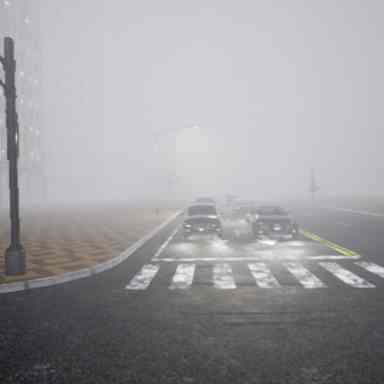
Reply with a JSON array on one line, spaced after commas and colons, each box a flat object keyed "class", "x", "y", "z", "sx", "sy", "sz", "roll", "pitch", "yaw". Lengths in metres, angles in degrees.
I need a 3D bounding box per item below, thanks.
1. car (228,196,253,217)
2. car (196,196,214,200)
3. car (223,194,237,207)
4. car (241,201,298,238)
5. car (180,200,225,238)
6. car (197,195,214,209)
[{"class": "car", "x": 4.304, "y": 1.296, "z": 27.318, "sx": 1.895, "sy": 1.301, "sz": 4.718, "roll": -1, "pitch": 0, "yaw": 3}, {"class": "car", "x": 1.027, "y": 1.132, "z": 26.947, "sx": 2.097, "sy": 1.767, "sz": 4.553, "roll": -1, "pitch": 0, "yaw": 3}, {"class": "car", "x": 4.979, "y": 1.061, "z": 42.049, "sx": 1.837, "sy": 1.490, "sz": 4.892, "roll": -1, "pitch": 0, "yaw": 2}, {"class": "car", "x": 3.747, "y": 1.363, "z": 16.219, "sx": 1.994, "sy": 1.385, "sz": 4.181, "roll": -1, "pitch": 0, "yaw": 3}, {"class": "car", "x": 0.532, "y": 1.377, "z": 16.995, "sx": 1.837, "sy": 1.490, "sz": 4.892, "roll": -1, "pitch": 1, "yaw": 3}, {"class": "car", "x": 1.613, "y": 1.188, "z": 39.403, "sx": 1.812, "sy": 1.442, "sz": 4.674, "roll": -1, "pitch": 0, "yaw": 2}]
